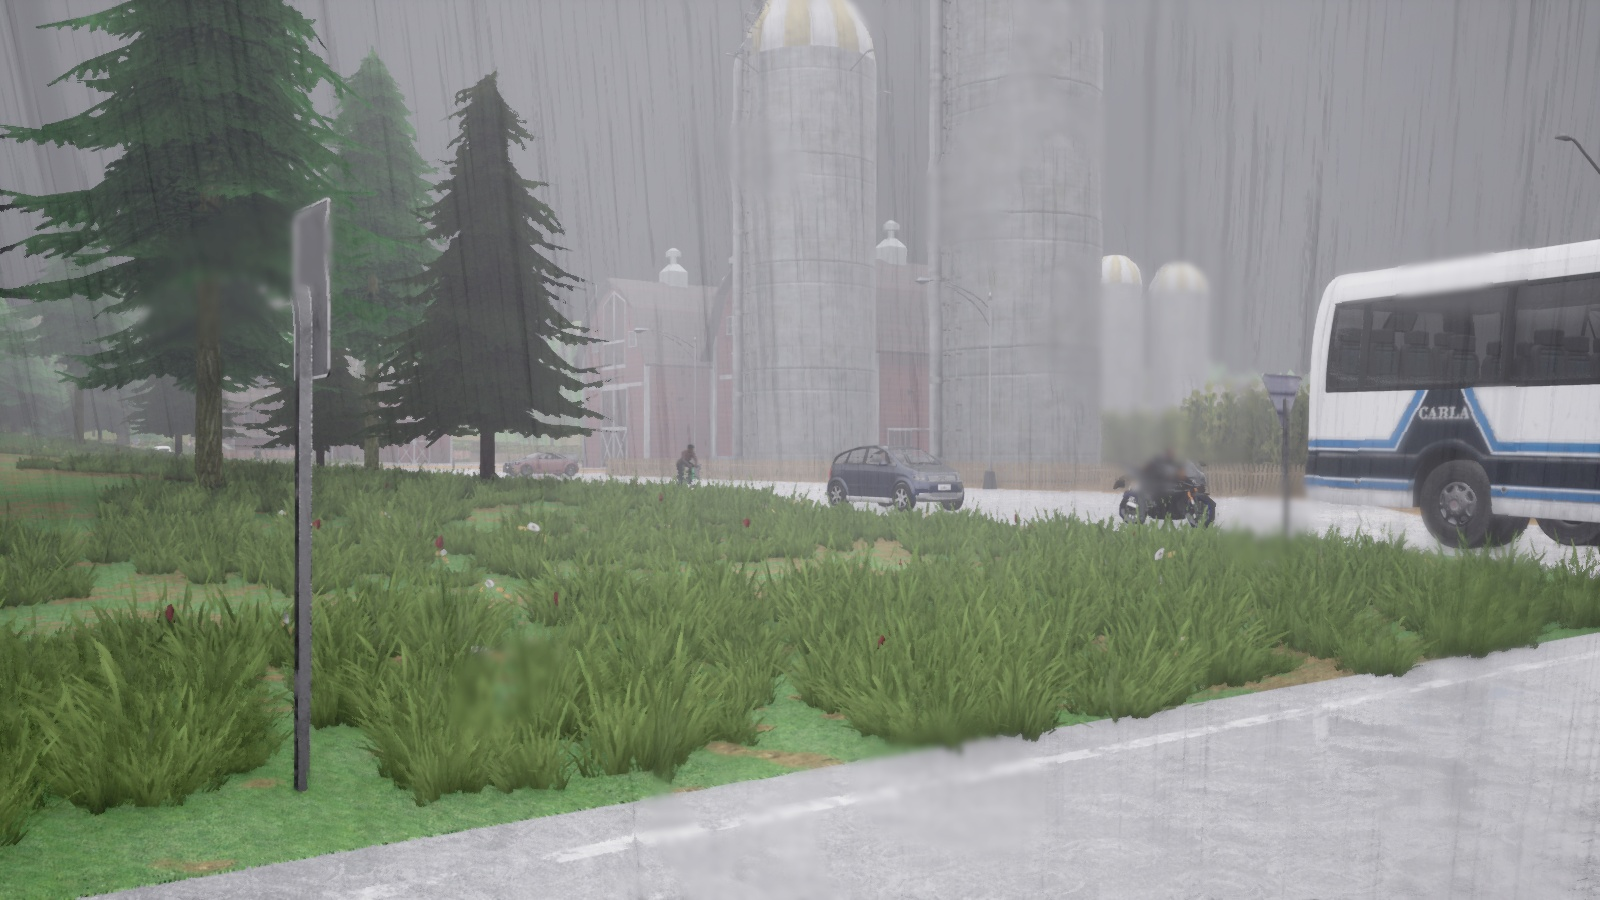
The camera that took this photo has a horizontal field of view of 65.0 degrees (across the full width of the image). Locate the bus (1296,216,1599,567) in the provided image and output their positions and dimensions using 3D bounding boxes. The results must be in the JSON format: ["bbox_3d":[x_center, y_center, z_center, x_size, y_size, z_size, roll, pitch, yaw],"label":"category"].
[{"bbox_3d":[11.562,-0.704,15.796,3.944,4.253,10.273,0,1,-21],"label":"bus"}]

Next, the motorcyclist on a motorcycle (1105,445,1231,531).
[{"bbox_3d":[6.834,0.683,23.421,0.866,1.530,2.191,0,0,-34],"label":"motorcyclist on a motorcycle"}]

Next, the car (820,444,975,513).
[{"bbox_3d":[2.270,0.652,30.113,1.789,1.549,3.705,0,0,-34],"label":"car"}]
